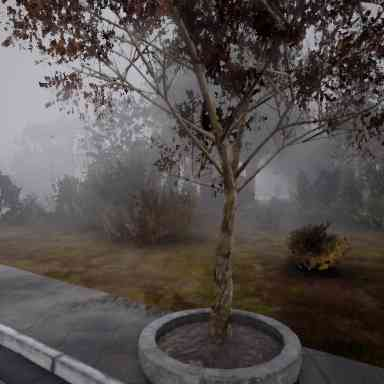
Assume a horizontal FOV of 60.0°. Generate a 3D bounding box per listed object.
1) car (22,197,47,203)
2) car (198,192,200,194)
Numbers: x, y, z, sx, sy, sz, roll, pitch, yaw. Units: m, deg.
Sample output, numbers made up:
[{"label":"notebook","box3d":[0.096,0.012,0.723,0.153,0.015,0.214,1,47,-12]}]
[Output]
[{"label":"car","box3d":[-21.668,1.234,44.622,1.994,1.385,4.181,1,0,32]},{"label":"car","box3d":[0.907,0.972,60.265,2.150,2.045,5.566,1,0,32]}]
